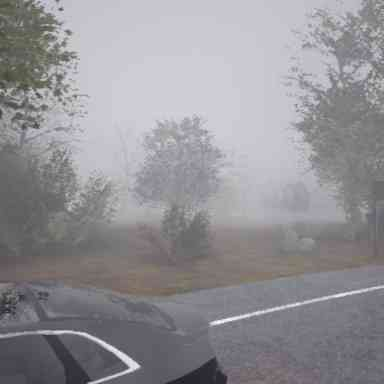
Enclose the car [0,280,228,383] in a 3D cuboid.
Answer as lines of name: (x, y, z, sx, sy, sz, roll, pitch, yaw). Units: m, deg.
car: (-1.991, 1.477, 1.997, 4.892, 1.490, 1.837, 1, 0, -35)
